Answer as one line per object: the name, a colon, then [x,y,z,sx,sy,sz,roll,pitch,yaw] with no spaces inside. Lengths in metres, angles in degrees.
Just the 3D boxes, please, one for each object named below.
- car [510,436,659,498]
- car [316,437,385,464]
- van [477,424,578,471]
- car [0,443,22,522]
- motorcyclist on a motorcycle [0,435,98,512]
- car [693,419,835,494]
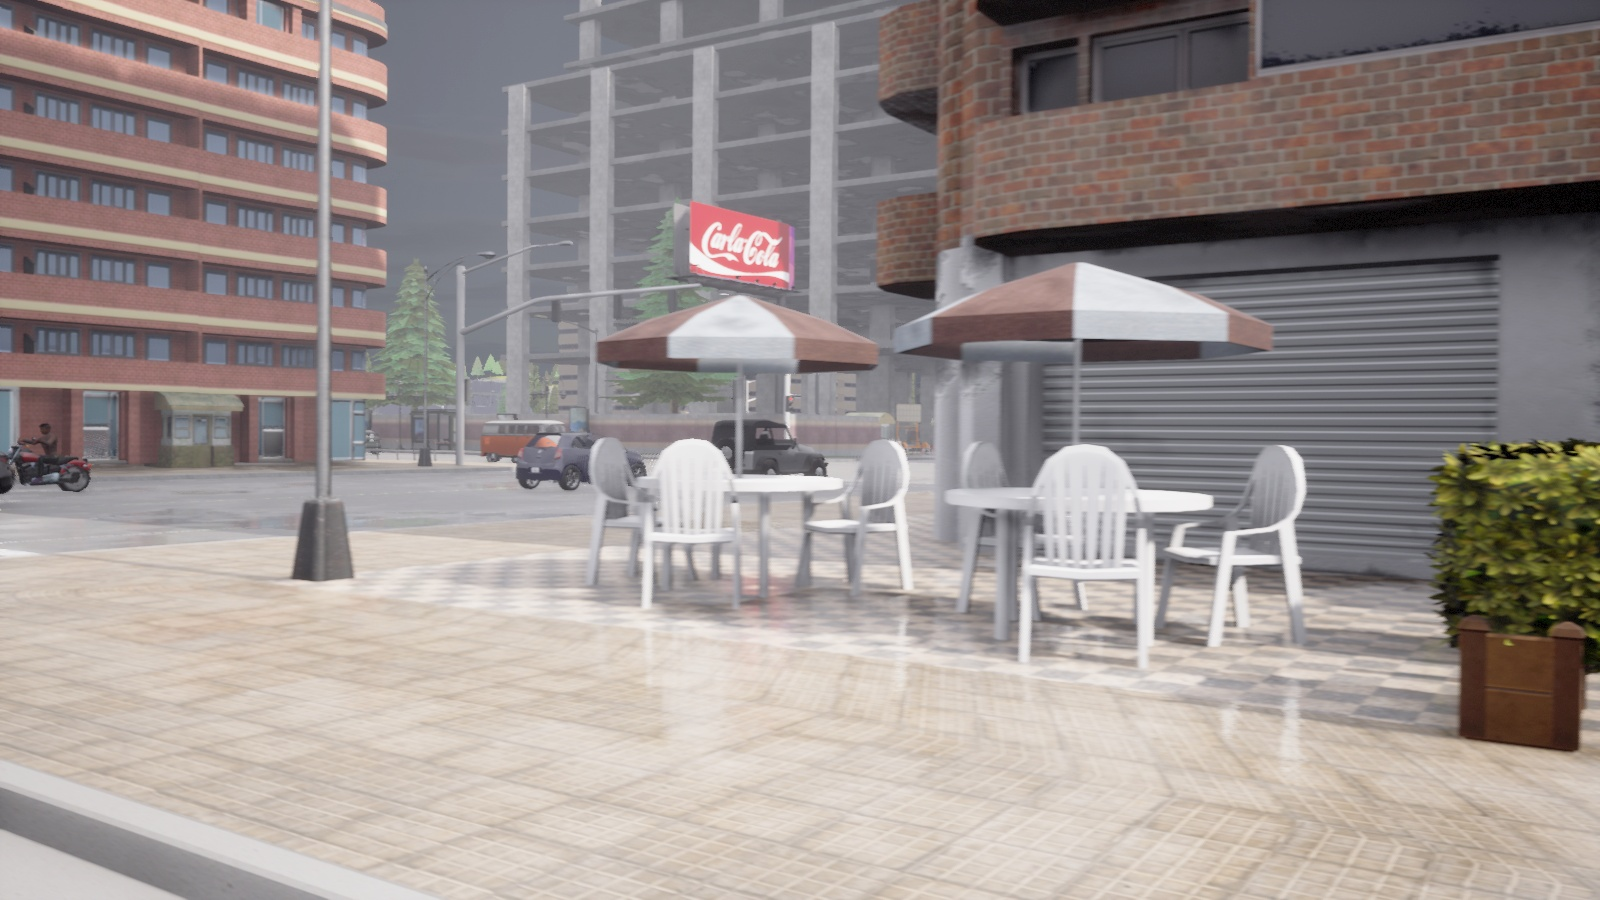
car: [-5.615,0.401,33.034,1.845,1.501,3.633,0,1,34]
car: [-26.338,0.001,73.523,3.705,1.549,1.789,0,1,30]
van: [-12.102,-0.109,55.694,4.442,1.987,1.775,0,1,33]
car: [-16.717,0.643,22.639,1.816,1.474,4.193,0,1,33]
motorcyclist on a motorcycle: [-17.202,0.508,28.250,0.766,1.649,2.350,0,1,34]
car: [-0.911,0.130,33.787,1.905,1.878,3.866,0,1,34]
